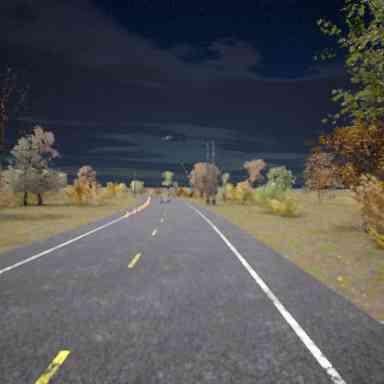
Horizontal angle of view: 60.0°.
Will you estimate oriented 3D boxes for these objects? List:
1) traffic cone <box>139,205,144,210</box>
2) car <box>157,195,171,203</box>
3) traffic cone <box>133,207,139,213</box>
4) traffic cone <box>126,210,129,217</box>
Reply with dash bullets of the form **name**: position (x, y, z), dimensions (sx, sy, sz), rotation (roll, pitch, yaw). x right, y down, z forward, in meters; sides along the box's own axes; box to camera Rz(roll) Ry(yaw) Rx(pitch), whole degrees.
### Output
- **traffic cone**: position (-6.159, 1.864, 38.966), dimensions (0.340, 0.580, 0.340), rotation (0, 0, -4)
- **car**: position (-5.043, 1.344, 62.546), dimensions (2.128, 1.511, 4.902), rotation (0, 0, -6)
- **traffic cone**: position (-5.865, 1.875, 33.999), dimensions (0.340, 0.580, 0.340), rotation (0, 0, -3)
- **traffic cone**: position (-5.610, 1.887, 29.030), dimensions (0.340, 0.580, 0.340), rotation (0, 0, -3)
